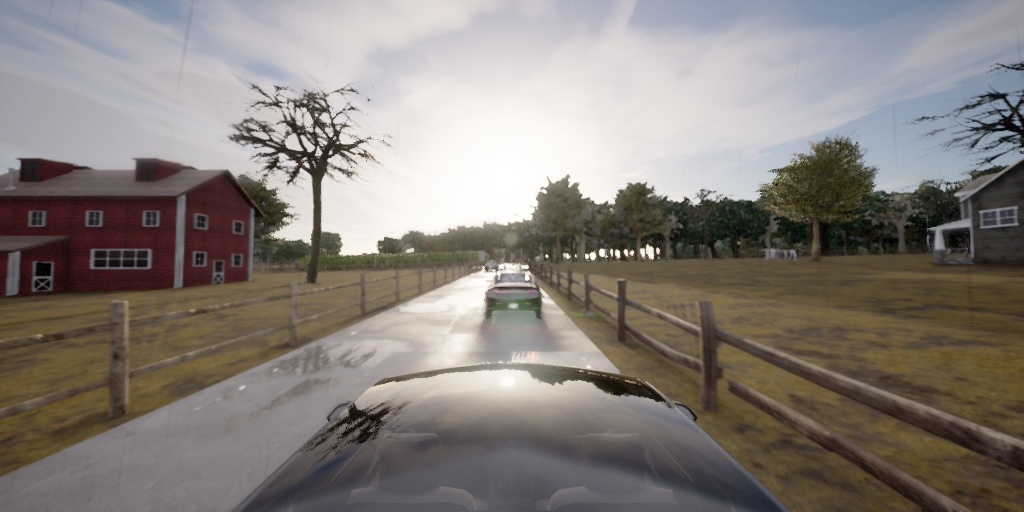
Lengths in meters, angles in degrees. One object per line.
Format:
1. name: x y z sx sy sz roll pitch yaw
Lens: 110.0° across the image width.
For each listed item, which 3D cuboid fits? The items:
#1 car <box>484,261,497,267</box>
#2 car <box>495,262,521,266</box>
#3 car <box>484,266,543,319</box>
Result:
1. car: -2.856 1.390 50.504 2.128 1.511 4.902 0 0 0
2. car: 0.046 1.321 28.149 2.128 1.511 4.902 0 0 0
3. car: 0.059 1.276 13.046 2.128 1.511 4.902 0 0 0
